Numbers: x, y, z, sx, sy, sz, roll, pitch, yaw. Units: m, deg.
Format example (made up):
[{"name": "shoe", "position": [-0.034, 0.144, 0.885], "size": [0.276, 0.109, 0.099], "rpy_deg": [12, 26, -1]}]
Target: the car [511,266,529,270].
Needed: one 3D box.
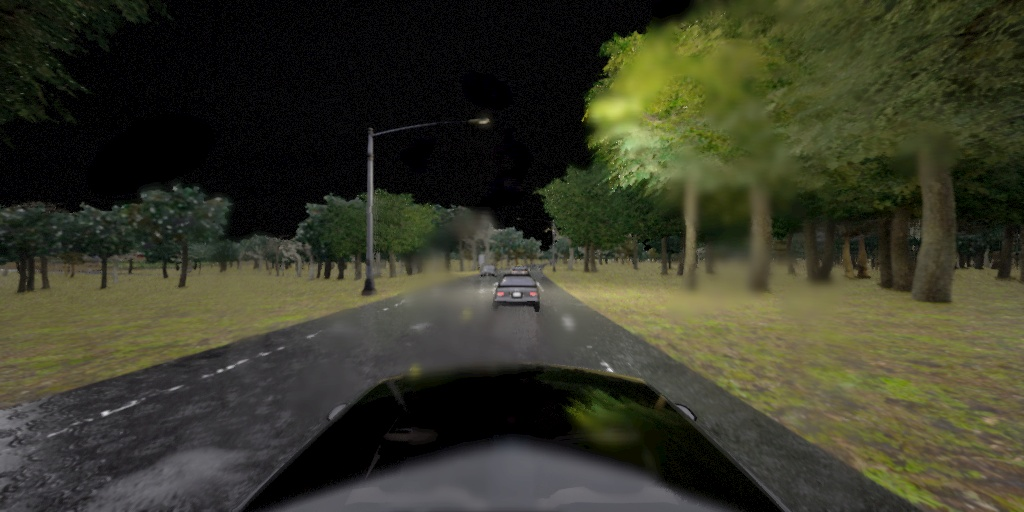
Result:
[{"name": "car", "position": [0.762, 1.698, 35.176], "size": [2.128, 1.511, 4.902], "rpy_deg": [0, -1, 2]}]

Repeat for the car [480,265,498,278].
[{"name": "car", "position": [-2.652, 1.801, 42.111], "size": [1.837, 1.490, 4.892], "rpy_deg": [0, 0, 2]}]

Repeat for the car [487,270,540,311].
[{"name": "car", "position": [0.222, 1.485, 15.527], "size": [2.033, 1.411, 5.357], "rpy_deg": [0, -1, 1]}]
